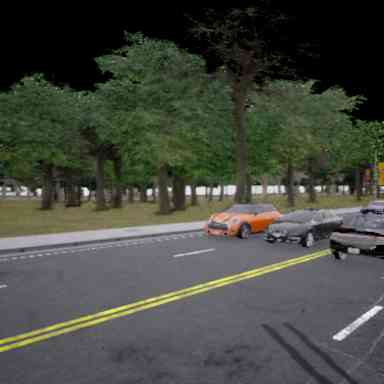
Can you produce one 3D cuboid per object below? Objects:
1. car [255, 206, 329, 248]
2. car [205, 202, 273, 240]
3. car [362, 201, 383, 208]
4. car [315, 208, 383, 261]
[{"bbox_3d":[5.110,1.505,14.909,4.892,1.490,1.837,0,0,-45],"label":"car"},{"bbox_3d":[2.756,1.330,17.150,4.553,1.767,2.097,0,0,-45],"label":"car"},{"bbox_3d":[18.124,1.571,32.280,5.357,1.411,2.033,0,0,-44],"label":"car"},{"bbox_3d":[6.434,1.507,11.372,4.902,1.511,2.128,0,0,-45],"label":"car"}]
